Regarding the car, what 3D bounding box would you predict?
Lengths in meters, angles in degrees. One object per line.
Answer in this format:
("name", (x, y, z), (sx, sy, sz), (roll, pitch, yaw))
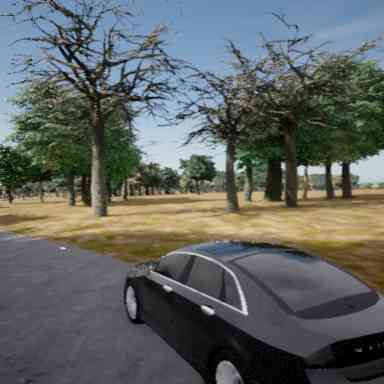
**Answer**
("car", (0.468, 1.441, 4.719), (1.837, 1.490, 4.892), (-2, 1, -29))
